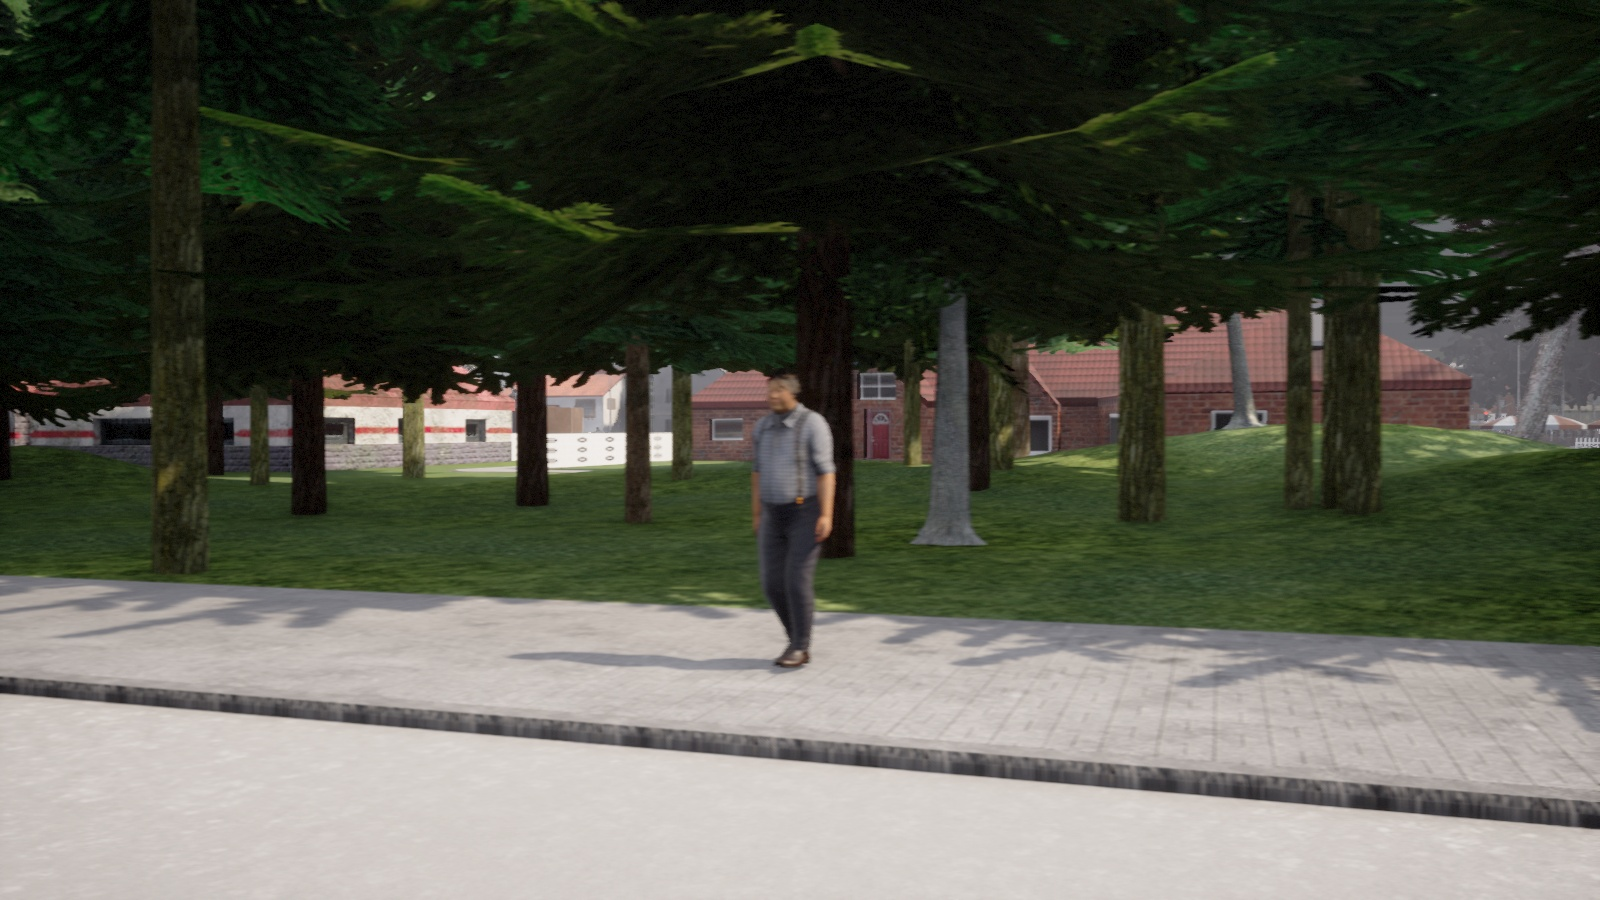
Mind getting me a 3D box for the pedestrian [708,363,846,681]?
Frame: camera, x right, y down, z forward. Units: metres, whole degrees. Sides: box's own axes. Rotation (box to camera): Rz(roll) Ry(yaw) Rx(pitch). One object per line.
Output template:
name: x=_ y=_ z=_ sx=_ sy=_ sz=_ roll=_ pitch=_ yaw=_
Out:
pedestrian: x=-0.135 y=0.412 z=7.716 sx=0.540 sy=1.848 sz=0.694 roll=1 pitch=1 yaw=34
